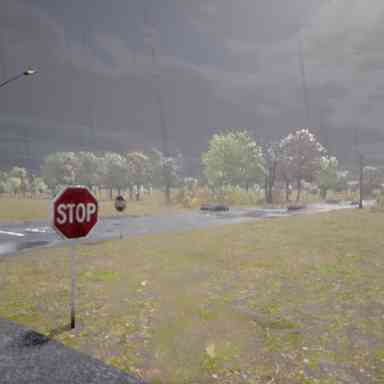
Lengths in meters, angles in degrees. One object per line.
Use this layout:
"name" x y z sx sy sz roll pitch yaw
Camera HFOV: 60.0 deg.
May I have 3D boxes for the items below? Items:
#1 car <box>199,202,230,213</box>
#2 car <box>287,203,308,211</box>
"car" 3.151 2.032 45.040 2.033 1.411 5.357 1 0 36
"car" 16.363 2.287 51.350 1.895 1.301 4.718 1 0 36
